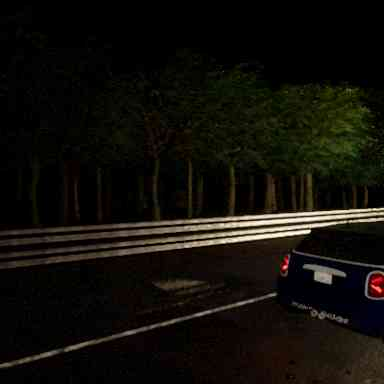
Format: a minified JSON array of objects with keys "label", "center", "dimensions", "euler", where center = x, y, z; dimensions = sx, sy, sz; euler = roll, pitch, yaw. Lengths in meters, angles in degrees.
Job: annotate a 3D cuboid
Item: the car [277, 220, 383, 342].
[{"label":"car","center":[3.771,1.346,6.380],"dimensions":[4.553,1.767,2.097],"euler":[0,0,-35]}]
